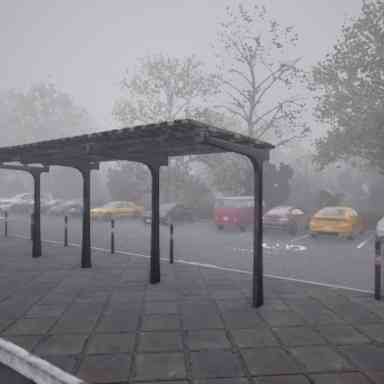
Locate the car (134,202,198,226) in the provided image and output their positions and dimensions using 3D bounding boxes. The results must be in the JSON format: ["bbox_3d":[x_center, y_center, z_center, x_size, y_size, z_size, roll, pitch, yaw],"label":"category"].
[{"bbox_3d":[-1.444,1.481,23.683,2.163,1.488,4.792,0,0,35],"label":"car"}]

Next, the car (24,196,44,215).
[{"bbox_3d":[-12.739,1.387,31.748,2.097,1.535,5.008,0,0,35],"label":"car"}]

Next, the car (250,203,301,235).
[{"bbox_3d":[5.357,1.530,18.883,2.002,1.452,4.674,0,0,35],"label":"car"}]

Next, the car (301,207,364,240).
[{"bbox_3d":[7.621,1.503,17.273,2.097,1.535,5.008,0,0,35],"label":"car"}]

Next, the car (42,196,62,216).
[{"bbox_3d":[-10.475,1.401,30.141,2.231,1.521,4.892,0,0,35],"label":"car"}]

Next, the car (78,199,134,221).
[{"bbox_3d":[-6.061,1.422,26.771,1.946,1.575,5.366,0,0,35],"label":"car"}]

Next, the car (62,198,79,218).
[{"bbox_3d":[-8.200,1.442,28.553,2.163,1.488,4.792,0,0,35],"label":"car"}]

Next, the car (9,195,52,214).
[{"bbox_3d":[-15.002,1.374,33.355,2.097,1.535,5.008,0,0,35],"label":"car"}]

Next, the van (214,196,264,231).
[{"bbox_3d":[3.166,1.251,20.587,1.878,1.987,4.442,0,0,35],"label":"van"}]

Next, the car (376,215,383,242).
[{"bbox_3d":[9.885,1.557,15.669,2.002,1.452,4.674,0,0,35],"label":"car"}]

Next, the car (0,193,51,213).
[{"bbox_3d":[-17.283,1.110,34.935,2.435,2.045,5.566,0,0,35],"label":"car"}]
